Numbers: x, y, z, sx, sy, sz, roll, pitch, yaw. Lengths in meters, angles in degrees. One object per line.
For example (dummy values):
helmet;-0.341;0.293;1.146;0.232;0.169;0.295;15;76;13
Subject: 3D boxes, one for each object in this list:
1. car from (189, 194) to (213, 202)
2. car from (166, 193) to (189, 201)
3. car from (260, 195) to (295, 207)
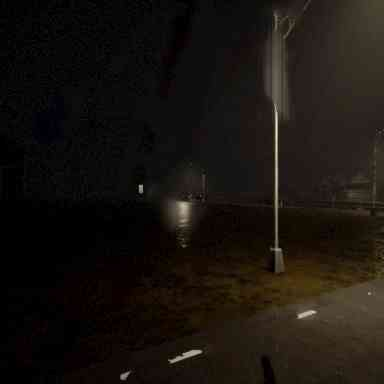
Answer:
car;2.043;1.098;62.709;1.837;1.490;4.892;2;-1;-35
car;-2.329;0.984;62.794;1.837;1.490;4.892;2;-1;-35
car;11.135;1.158;43.660;1.882;1.535;5.008;2;0;-35
